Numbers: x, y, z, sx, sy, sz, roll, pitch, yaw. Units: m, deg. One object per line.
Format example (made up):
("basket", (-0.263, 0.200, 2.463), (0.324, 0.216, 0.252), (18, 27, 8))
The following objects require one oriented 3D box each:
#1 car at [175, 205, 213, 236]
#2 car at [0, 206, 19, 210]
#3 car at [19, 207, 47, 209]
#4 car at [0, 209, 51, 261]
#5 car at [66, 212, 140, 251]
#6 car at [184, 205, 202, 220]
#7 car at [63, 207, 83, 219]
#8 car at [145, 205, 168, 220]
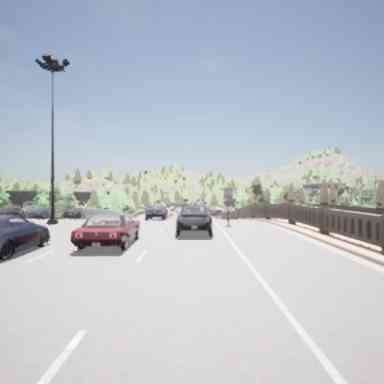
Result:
("car", (0.108, 1.462, 18.063), (2.128, 1.511, 4.902), (0, 0, 0))
("car", (-21.060, 2.425, 38.491), (1.837, 1.490, 4.892), (0, -6, 0))
("car", (-17.561, 2.475, 38.401), (1.994, 1.385, 4.181), (0, -5, 0))
("car", (-6.895, 1.539, 12.135), (1.994, 1.385, 4.181), (0, 0, 0))
("car", (-3.393, 1.572, 14.030), (1.895, 1.301, 4.718), (0, 0, 0))
("car", (0.118, 2.438, 38.943), (1.882, 1.535, 5.008), (0, -5, 0))
("car", (-14.060, 2.598, 40.630), (1.882, 1.535, 5.008), (0, -6, 0))
("car", (-3.385, 2.002, 32.445), (2.033, 1.411, 5.357), (0, -4, 0))
